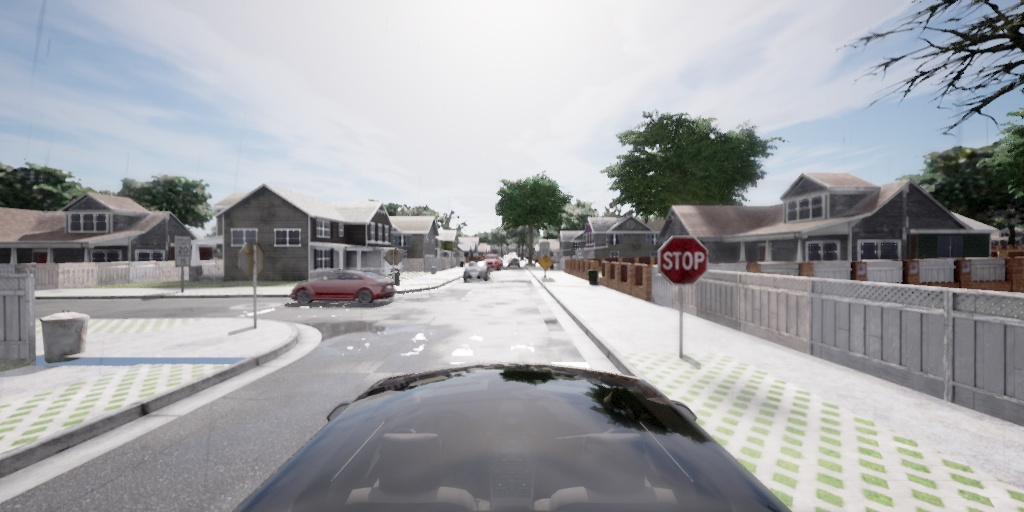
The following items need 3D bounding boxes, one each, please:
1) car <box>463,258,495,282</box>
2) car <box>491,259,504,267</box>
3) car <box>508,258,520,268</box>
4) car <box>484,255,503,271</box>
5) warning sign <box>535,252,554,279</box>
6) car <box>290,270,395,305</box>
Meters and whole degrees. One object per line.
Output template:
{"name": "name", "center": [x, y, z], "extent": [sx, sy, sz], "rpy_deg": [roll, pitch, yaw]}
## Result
{"name": "car", "center": [-2.719, 1.186, 28.388], "extent": [2.128, 1.511, 4.902], "rpy_deg": [0, 0, 0]}
{"name": "car", "center": [-2.454, 1.184, 62.171], "extent": [2.033, 1.411, 5.357], "rpy_deg": [0, 0, 0]}
{"name": "car", "center": [0.321, 1.114, 57.676], "extent": [1.812, 1.442, 4.674], "rpy_deg": [0, 0, 1]}
{"name": "car", "center": [-2.624, 0.859, 45.894], "extent": [2.150, 2.045, 5.566], "rpy_deg": [0, 0, 0]}
{"name": "warning sign", "center": [2.647, 0.810, 28.197], "extent": [1.300, 1.860, 1.060], "rpy_deg": [0, 0, 0]}
{"name": "car", "center": [-7.349, 1.332, 15.750], "extent": [4.181, 1.385, 1.994], "rpy_deg": [-1, 0, 5]}
